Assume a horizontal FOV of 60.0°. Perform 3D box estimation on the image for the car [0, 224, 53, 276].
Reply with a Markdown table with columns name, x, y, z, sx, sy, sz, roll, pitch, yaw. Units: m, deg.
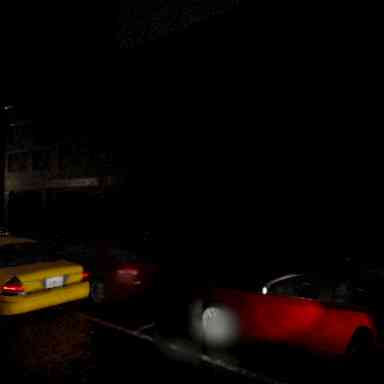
| name | x | y | z | sx | sy | sz | roll | pitch | yaw |
| --- | --- | --- | --- | --- | --- | --- | --- | --- | --- |
| car | -7.023 | 1.933 | 12.004 | 4.206 | 1.307 | 1.802 | -1 | -2 | 37 |

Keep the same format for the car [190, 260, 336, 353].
| name | x | y | z | sx | sy | sz | roll | pitch | yaw |
| --- | --- | --- | --- | --- | --- | --- | --- | --- | --- |
| car | 2.024 | 1.755 | 5.200 | 4.507 | 1.381 | 1.887 | -1 | -2 | 37 |

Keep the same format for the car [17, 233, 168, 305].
| name | x | y | z | sx | sy | sz | roll | pitch | yaw |
| --- | --- | --- | --- | --- | --- | --- | --- | --- | --- |
| car | -2.499 | 1.863 | 8.602 | 4.206 | 1.307 | 1.802 | -1 | -2 | 37 |

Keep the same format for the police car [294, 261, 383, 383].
| name | x | y | z | sx | sy | sz | roll | pitch | yaw |
| --- | --- | --- | --- | --- | --- | --- | --- | --- | --- |
| police car | 3.452 | 1.528 | 1.685 | 5.238 | 1.638 | 1.930 | -1 | -2 | 37 |

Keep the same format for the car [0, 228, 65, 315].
| name | x | y | z | sx | sy | sz | roll | pitch | yaw |
| --- | --- | --- | --- | --- | --- | --- | --- | --- | --- |
| car | -4.602 | 1.685 | 7.743 | 5.366 | 1.575 | 1.801 | -1 | -2 | 37 |
